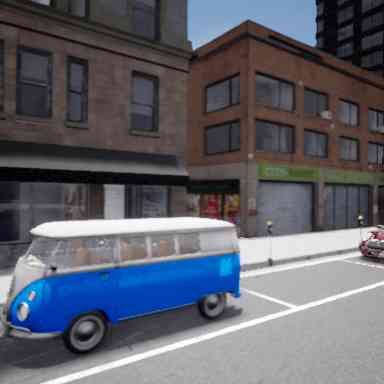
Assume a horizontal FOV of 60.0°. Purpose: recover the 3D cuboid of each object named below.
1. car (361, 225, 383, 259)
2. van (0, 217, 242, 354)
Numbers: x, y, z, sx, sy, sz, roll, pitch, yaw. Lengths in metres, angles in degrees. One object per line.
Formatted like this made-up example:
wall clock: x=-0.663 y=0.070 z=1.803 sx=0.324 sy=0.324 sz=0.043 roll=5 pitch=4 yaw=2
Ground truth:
car: x=8.005 y=1.621 z=12.249 sx=4.097 sy=1.590 sz=1.967 roll=1 pitch=-1 yaw=-36
van: x=-0.949 y=1.375 z=5.859 sx=3.998 sy=1.788 sz=1.690 roll=1 pitch=-1 yaw=-36
